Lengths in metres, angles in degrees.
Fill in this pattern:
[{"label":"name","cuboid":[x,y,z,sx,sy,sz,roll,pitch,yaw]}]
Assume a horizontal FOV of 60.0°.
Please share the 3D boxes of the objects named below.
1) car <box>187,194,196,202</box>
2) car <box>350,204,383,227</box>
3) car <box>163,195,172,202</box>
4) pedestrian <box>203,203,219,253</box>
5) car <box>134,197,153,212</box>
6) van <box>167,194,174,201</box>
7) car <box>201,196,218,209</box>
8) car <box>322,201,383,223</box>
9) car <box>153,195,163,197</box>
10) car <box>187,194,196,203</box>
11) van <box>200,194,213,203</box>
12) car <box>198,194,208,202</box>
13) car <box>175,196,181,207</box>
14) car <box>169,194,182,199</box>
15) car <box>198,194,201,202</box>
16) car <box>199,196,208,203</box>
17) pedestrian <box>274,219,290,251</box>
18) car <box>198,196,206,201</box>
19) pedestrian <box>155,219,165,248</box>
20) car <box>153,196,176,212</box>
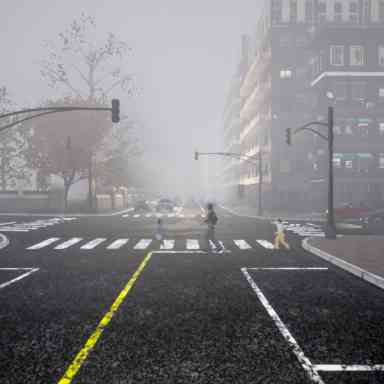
[{"label":"car","cuboid":[-0.148,1.318,78.837,2.097,1.767,4.553,0,0,0]},{"label":"car","cuboid":[14.567,1.869,24.839,4.181,1.385,1.994,1,0,-1]},{"label":"car","cuboid":[-5.837,1.526,79.132,1.967,1.590,4.097,0,0,0]},{"label":"pedestrian","cuboid":[0.696,1.296,12.205,0.375,1.860,0.375,0,0,0]},{"label":"car","cuboid":[-5.762,1.589,39.721,1.947,1.339,4.313,0,0,0]},{"label":"van","cuboid":[-5.860,1.453,90.393,1.690,1.788,3.998,0,0,0]},{"label":"car","cuboid":[2.608,1.574,45.367,1.887,1.381,4.507,0,0,0]},{"label":"car","cuboid":[13.415,1.609,27.435,5.009,1.841,2.192,1,-1,-1]},{"label":"car","cuboid":[-5.783,1.561,50.812,1.752,1.417,4.829,0,0,0]},{"label":"car","cuboid":[-0.130,1.612,68.448,2.033,1.411,5.357,0,0,0]},{"label":"van","cuboid":[2.597,1.377,50.998,1.690,1.788,3.998,0,0,0]},{"label":"car","cuboid":[2.543,1.401,79.148,2.192,1.841,5.009,0,0,0]},{"label":"car","cuboid":[-3.187,1.639,52.127,1.895,1.301,4.718,0,0,0]},{"label":"car","cuboid":[-3.154,1.568,66.726,1.837,1.490,4.892,0,0,0]},{"label":"car","cuboid":[2.575,1.494,62.258,1.967,1.590,4.097,0,0,0]},{"label":"car","cuboid":[2.553,1.619,73.518,1.887,1.381,4.507,0,0,0]},{"label":"pedestrian","cuboid":[3.446,1.576,12.809,0.375,1.300,0.375,0,0,0]},{"label":"car","cuboid":[2.531,1.649,84.779,2.008,1.369,4.403,0,0,0]},{"label":"pedestrian","cuboid":[-1.266,1.297,13.402,0.375,1.860,0.375,0,0,0]},{"label":"car","cuboid":[-3.167,1.548,39.128,1.812,1.442,4.674,0,0,0]}]
